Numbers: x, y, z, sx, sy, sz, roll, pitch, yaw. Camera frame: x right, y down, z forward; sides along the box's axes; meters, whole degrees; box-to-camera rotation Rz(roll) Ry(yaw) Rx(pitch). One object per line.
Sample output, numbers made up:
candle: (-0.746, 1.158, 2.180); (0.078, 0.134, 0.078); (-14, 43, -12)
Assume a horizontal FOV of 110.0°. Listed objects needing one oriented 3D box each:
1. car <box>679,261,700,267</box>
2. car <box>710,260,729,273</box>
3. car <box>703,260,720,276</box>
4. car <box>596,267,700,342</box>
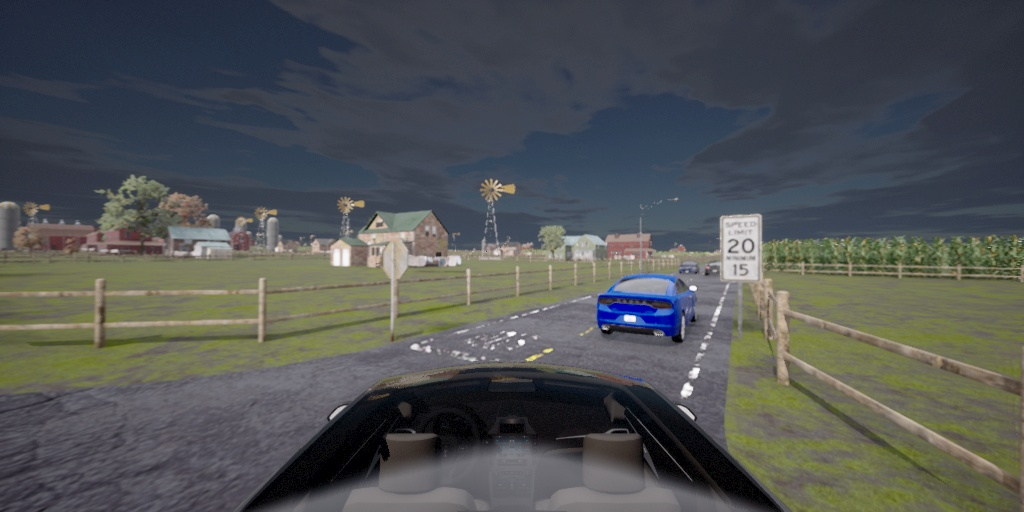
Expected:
car: (20.436, 1.287, 41.183); (2.033, 1.411, 5.357); (0, 0, 32)
car: (26.127, 1.243, 45.014); (1.837, 1.490, 4.892); (0, 0, 33)
car: (20.696, 1.272, 36.357); (1.812, 1.442, 4.674); (0, 0, 33)
car: (3.919, 1.226, 9.976); (1.882, 1.535, 5.008); (0, 0, 32)
